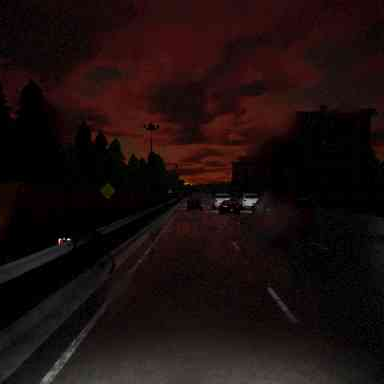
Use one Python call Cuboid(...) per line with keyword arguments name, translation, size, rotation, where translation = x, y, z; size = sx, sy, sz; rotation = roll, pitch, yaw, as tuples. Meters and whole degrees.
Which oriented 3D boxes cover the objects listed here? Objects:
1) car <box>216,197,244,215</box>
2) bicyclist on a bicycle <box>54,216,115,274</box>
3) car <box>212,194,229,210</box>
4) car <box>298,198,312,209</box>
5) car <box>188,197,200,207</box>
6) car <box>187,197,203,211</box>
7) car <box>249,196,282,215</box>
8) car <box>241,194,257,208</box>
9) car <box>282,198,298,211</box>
Cuboid(name="car", translation=(3.799, 1.524, 34.018), size=(1.812, 1.442, 4.674), rotation=(0, 0, 0))
Cuboid(name="bicyclist on a bicycle", translation=(-2.909, 1.491, 9.097), size=(1.656, 1.620, 0.582), rotation=(4, 0, -1))
Cuboid(name="car", translation=(3.839, 1.219, 43.933), size=(2.150, 2.045, 5.566), rotation=(0, 0, 0))
Cuboid(name="car", translation=(14.345, 1.476, 44.294), size=(1.882, 1.535, 5.008), rotation=(0, 0, 0))
Cuboid(name="car", translation=(0.270, 1.523, 51.014), size=(1.812, 1.442, 4.674), rotation=(0, 0, 0))
Cuboid(name="car", translation=(0.343, 1.546, 40.664), size=(2.033, 1.411, 5.357), rotation=(0, 0, 0))
Cuboid(name="car", translation=(7.296, 1.503, 33.585), size=(1.837, 1.490, 4.892), rotation=(0, 0, 0))
Cuboid(name="car", translation=(7.340, 1.219, 43.495), size=(2.150, 2.045, 5.566), rotation=(0, 0, 0))
Cuboid(name="car", translation=(10.831, 1.599, 40.204), size=(1.895, 1.301, 4.718), rotation=(0, 0, 0))
